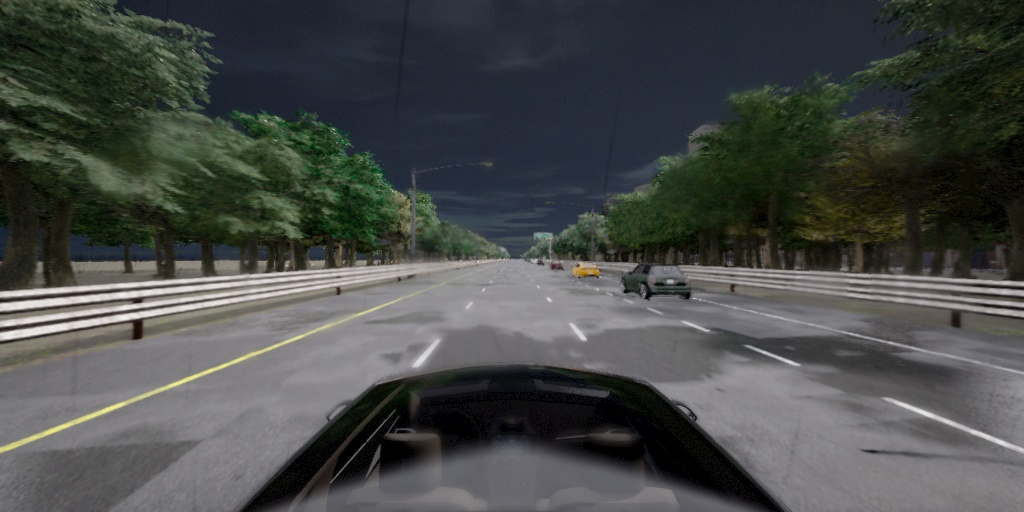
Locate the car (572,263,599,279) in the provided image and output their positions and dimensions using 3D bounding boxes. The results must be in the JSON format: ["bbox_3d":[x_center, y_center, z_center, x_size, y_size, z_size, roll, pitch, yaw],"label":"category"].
[{"bbox_3d":[7.048,1.367,34.605,1.882,1.535,5.008,0,0,0],"label":"car"}]

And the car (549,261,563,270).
[{"bbox_3d":[7.160,1.514,58.648,1.882,1.535,5.008,0,0,0],"label":"car"}]

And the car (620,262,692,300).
[{"bbox_3d":[7.009,1.147,18.005,2.097,1.767,4.553,0,0,0],"label":"car"}]
